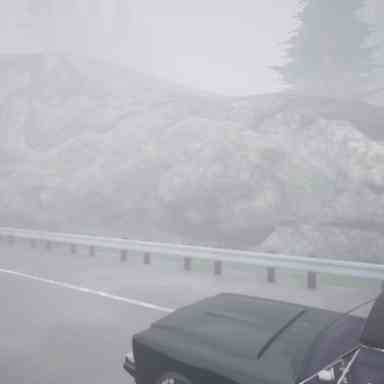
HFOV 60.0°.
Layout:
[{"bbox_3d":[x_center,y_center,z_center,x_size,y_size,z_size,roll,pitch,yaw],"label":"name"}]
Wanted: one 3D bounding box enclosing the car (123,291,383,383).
[{"bbox_3d":[1.648,1.593,2.732,4.718,1.301,1.895,0,0,36],"label":"car"}]
